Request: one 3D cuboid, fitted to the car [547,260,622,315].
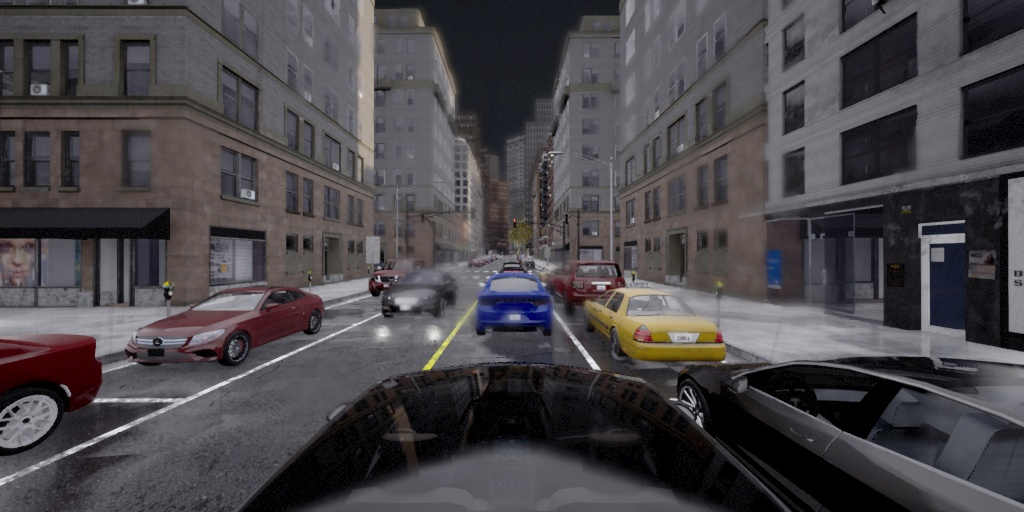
[{"bbox_3d":[2.751,1.055,13.461,2.192,1.841,5.009,0,0,0],"label":"car"}]

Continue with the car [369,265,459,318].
[{"bbox_3d":[-3.095,1.233,12.902,2.128,1.511,4.902,0,0,0],"label":"car"}]

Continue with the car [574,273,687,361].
[{"bbox_3d":[2.756,1.272,8.077,1.751,1.417,4.829,0,0,0],"label":"car"}]

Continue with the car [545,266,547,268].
[{"bbox_3d":[2.745,1.313,19.012,1.802,1.307,4.207,0,0,0],"label":"car"}]

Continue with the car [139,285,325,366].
[{"bbox_3d":[-5.769,1.328,7.905,1.802,1.307,4.207,0,0,0],"label":"car"}]

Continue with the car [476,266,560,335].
[{"bbox_3d":[0.041,1.222,10.500,1.882,1.535,5.008,0,0,-1],"label":"car"}]

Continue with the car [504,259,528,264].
[{"bbox_3d":[0.022,1.216,26.984,1.837,1.490,4.892,0,0,0],"label":"car"}]

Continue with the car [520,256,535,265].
[{"bbox_3d":[2.707,1.132,56.673,2.007,1.370,4.403,0,0,0],"label":"car"}]

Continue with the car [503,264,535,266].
[{"bbox_3d":[0.077,1.297,18.071,1.994,1.385,4.181,0,0,0],"label":"car"}]

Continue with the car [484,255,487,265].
[{"bbox_3d":[-5.824,0.989,62.096,1.967,1.591,4.097,0,0,0],"label":"car"}]

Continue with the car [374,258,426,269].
[{"bbox_3d":[-5.780,1.046,19.011,2.192,1.841,5.009,0,0,0],"label":"car"}]

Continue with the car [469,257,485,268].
[{"bbox_3d":[-5.818,1.126,56.671,1.888,1.381,4.507,0,0,0],"label":"car"}]

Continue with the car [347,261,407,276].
[{"bbox_3d":[-13.724,1.234,36.643,5.357,1.411,2.033,0,0,-5],"label":"car"}]

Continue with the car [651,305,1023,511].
[{"bbox_3d":[2.762,1.316,2.355,1.948,1.339,4.313,0,0,0],"label":"car"}]

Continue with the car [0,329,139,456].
[{"bbox_3d":[-5.763,1.296,2.353,1.888,1.381,4.507,0,0,0],"label":"car"}]
